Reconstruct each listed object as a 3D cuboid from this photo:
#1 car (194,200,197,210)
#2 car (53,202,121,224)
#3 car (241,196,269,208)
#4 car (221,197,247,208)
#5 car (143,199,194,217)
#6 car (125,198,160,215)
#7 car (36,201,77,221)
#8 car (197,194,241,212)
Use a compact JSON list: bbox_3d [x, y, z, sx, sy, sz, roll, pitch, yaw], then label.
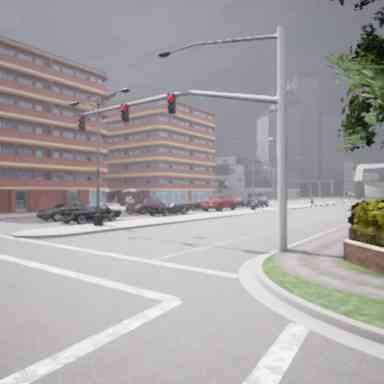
[{"bbox_3d":[0.393,1.647,42.039,1.895,1.301,4.718,0,0,36],"label":"car"},{"bbox_3d":[-7.642,1.643,25.067,1.895,1.301,4.718,0,0,33],"label":"car"},{"bbox_3d":[9.371,1.389,48.393,2.097,1.767,4.553,0,0,36],"label":"car"},{"bbox_3d":[6.436,1.570,50.306,1.812,1.442,4.674,0,0,36],"label":"car"},{"bbox_3d":[-2.239,1.639,32.470,1.895,1.301,4.718,0,0,36],"label":"car"},{"bbox_3d":[-4.853,1.400,34.817,2.097,1.767,4.553,0,0,35],"label":"car"},{"bbox_3d":[-10.248,1.555,27.398,1.837,1.490,4.892,0,0,36],"label":"car"},{"bbox_3d":[3.327,1.260,40.121,2.150,2.045,5.566,0,0,36],"label":"car"}]
